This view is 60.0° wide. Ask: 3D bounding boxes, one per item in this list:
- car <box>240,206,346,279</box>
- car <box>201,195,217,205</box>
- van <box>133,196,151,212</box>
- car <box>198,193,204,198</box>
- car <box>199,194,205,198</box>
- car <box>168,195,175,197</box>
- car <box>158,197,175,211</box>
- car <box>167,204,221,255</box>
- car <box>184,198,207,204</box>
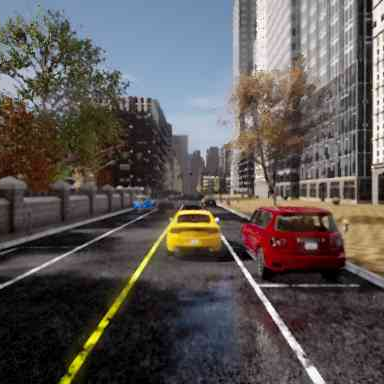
[{"bbox_3d":[2.689,1.301,9.896,2.192,1.841,5.009,0,0,0],"label":"car"},{"bbox_3d":[2.699,1.528,49.320,1.947,1.339,4.313,0,0,0],"label":"car"},{"bbox_3d":[-5.684,1.306,38.056,1.690,1.788,3.998,0,0,0],"label":"van"},{"bbox_3d":[2.709,1.297,92.999,2.192,1.841,5.009,0,0,0],"label":"car"},{"bbox_3d":[2.702,1.489,60.755,1.752,1.417,4.829,0,0,0],"label":"car"},{"bbox_3d":[-5.669,1.533,93.000,2.008,1.369,4.403,0,0,0],"label":"car"},{"bbox_3d":[-3.085,1.564,40.649,1.895,1.301,4.718,0,0,0],"label":"car"},{"bbox_3d":[0.082,1.460,13.308,1.882,1.535,5.008,0,0,0],"label":"car"},{"bbox_3d":[0.095,1.532,30.637,1.994,1.385,4.181,0,0,0],"label":"car"}]
